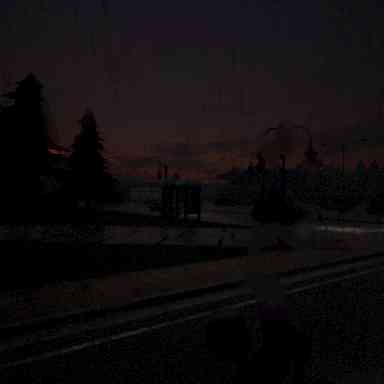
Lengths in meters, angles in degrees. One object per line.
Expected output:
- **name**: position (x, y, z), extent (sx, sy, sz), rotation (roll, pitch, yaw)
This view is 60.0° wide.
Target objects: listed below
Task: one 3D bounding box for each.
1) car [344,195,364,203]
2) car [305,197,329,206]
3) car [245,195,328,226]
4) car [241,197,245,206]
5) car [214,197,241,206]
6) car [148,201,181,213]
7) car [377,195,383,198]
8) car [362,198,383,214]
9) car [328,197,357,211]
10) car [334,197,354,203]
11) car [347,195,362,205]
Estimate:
- **car**: position (39.125, 1.659, 80.356), extent (1.905, 1.878, 3.866), rotation (1, 0, -36)
- **car**: position (22.341, 1.716, 59.588), extent (1.845, 1.501, 3.633), rotation (1, 0, -36)
- **car**: position (6.978, 1.383, 25.184), extent (2.150, 2.045, 5.566), rotation (1, 0, -36)
- **car**: position (8.242, 1.642, 58.931), extent (2.152, 1.636, 5.027), rotation (1, 0, -36)
- **car**: position (5.722, 1.628, 57.063), extent (2.007, 1.523, 4.514), rotation (1, 0, -36)
- **car**: position (-3.246, 1.761, 39.183), extent (1.895, 1.301, 4.718), rotation (1, 0, -36)
- **car**: position (41.033, 1.656, 72.045), extent (1.932, 1.855, 4.605), rotation (1, 0, -36)
- **car**: position (20.886, 1.662, 35.900), extent (1.845, 1.501, 3.633), rotation (1, 0, -36)
- **car**: position (18.989, 1.694, 43.669), extent (1.970, 1.475, 3.806), rotation (1, 0, -36)
- **car**: position (36.065, 1.919, 78.916), extent (1.970, 1.475, 3.806), rotation (1, 0, -36)
- **car**: position (30.490, 1.767, 65.371), extent (2.007, 1.523, 4.514), rotation (1, 0, -36)
